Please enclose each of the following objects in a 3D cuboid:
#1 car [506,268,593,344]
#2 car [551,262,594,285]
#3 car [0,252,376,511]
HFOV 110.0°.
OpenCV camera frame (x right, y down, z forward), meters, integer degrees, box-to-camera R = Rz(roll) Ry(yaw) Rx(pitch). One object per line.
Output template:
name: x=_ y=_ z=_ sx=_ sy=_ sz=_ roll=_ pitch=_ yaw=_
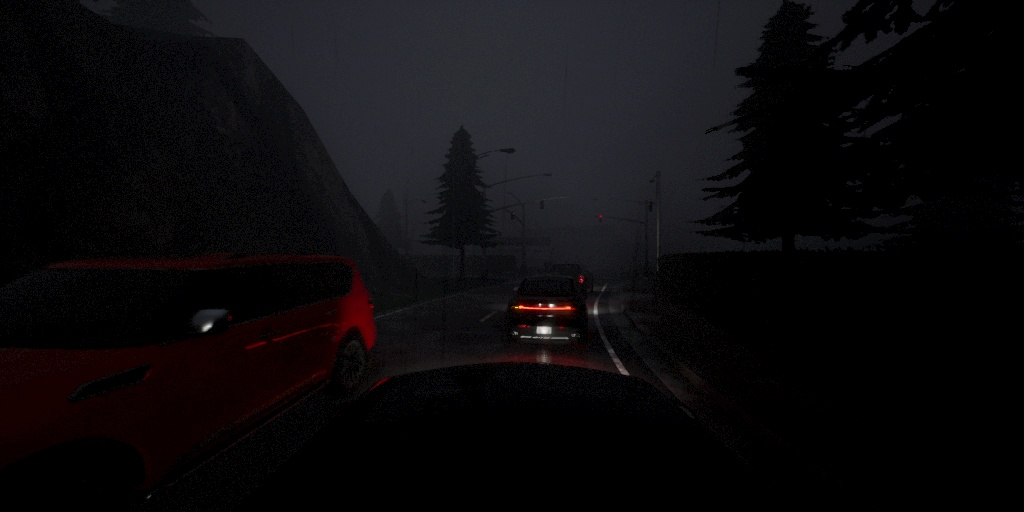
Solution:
car: x=1.021 y=1.255 z=9.648 sx=1.837 sy=1.490 sz=4.892 roll=0 pitch=0 yaw=9
car: x=3.024 y=1.102 z=18.569 sx=2.097 sy=1.767 sz=4.553 roll=0 pitch=0 yaw=17
car: x=-3.414 y=0.971 z=3.675 sx=2.150 sy=2.045 sz=5.566 roll=0 pitch=0 yaw=3
